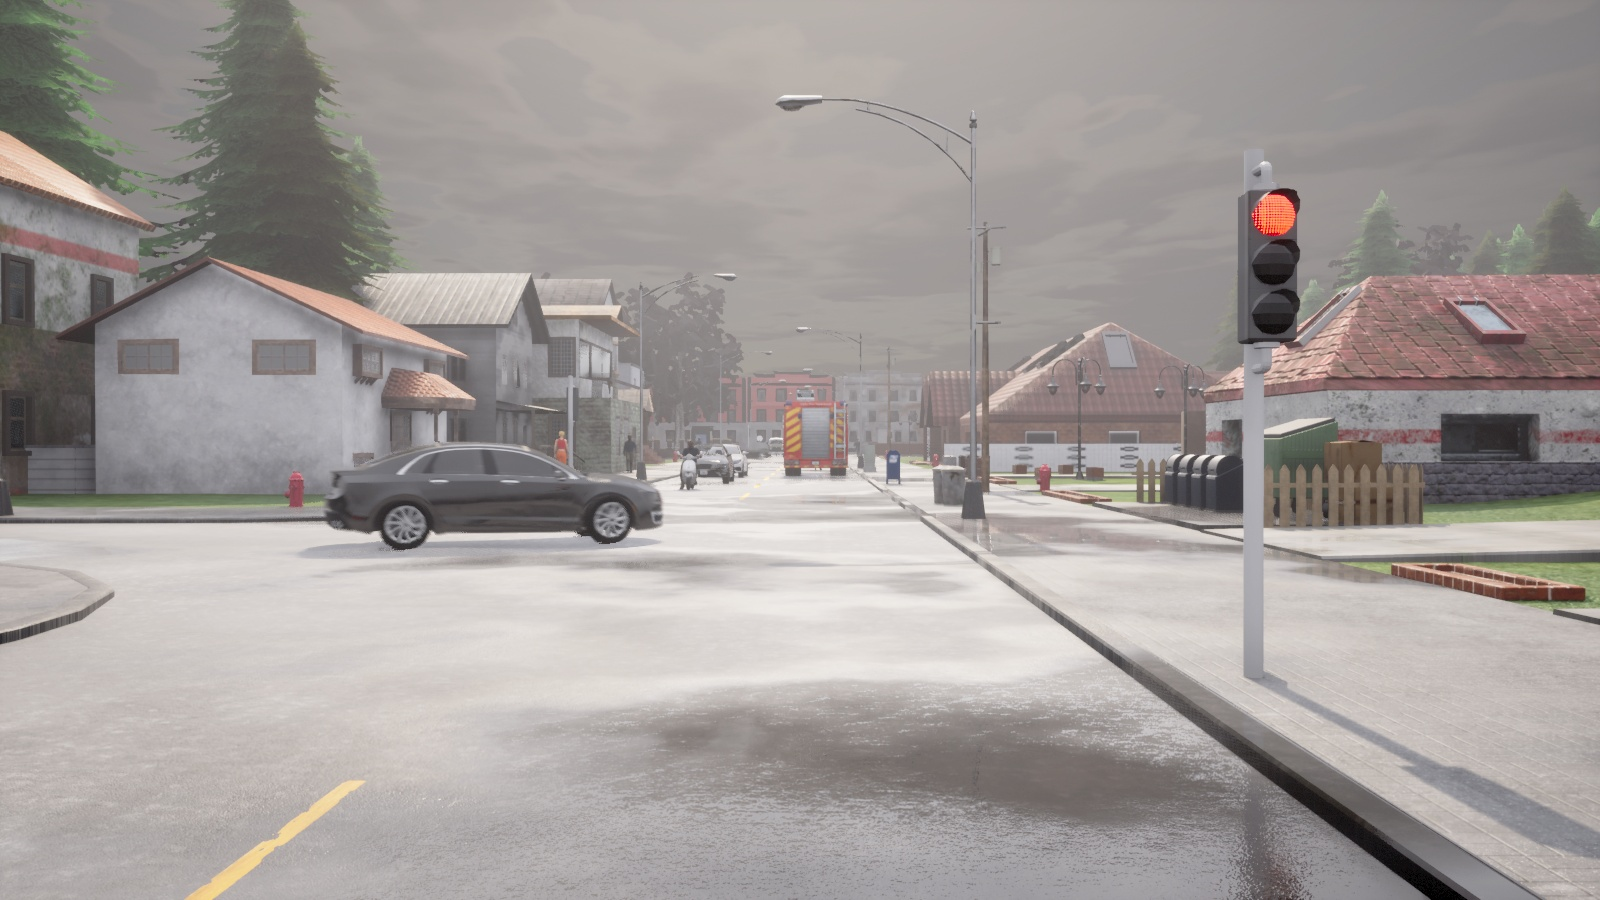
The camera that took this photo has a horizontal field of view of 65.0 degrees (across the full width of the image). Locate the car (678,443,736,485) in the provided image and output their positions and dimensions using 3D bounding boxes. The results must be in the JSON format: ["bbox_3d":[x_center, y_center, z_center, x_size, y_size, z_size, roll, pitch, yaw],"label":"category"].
[{"bbox_3d":[-3.419,0.492,46.936,1.816,1.474,4.193,0,0,1],"label":"car"}]

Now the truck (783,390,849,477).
[{"bbox_3d":[0.732,-0.752,59.198,2.891,3.827,8.468,0,0,1],"label":"truck"}]

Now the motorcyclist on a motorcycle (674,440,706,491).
[{"bbox_3d":[-3.507,0.470,40.226,0.866,1.590,1.817,0,0,1],"label":"motorcyclist on a motorcycle"}]

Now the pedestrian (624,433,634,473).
[{"bbox_3d":[-7.905,0.122,58.124,0.370,1.835,0.726,0,0,0],"label":"pedestrian"}]

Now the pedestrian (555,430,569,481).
[{"bbox_3d":[-8.584,0.194,45.268,0.345,1.836,0.594,0,0,8],"label":"pedestrian"}]

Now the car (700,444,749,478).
[{"bbox_3d":[-3.314,0.455,55.688,1.812,1.442,4.674,0,0,1],"label":"car"}]

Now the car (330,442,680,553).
[{"bbox_3d":[-4.412,0.642,18.763,4.892,1.490,1.837,0,1,-21],"label":"car"}]
